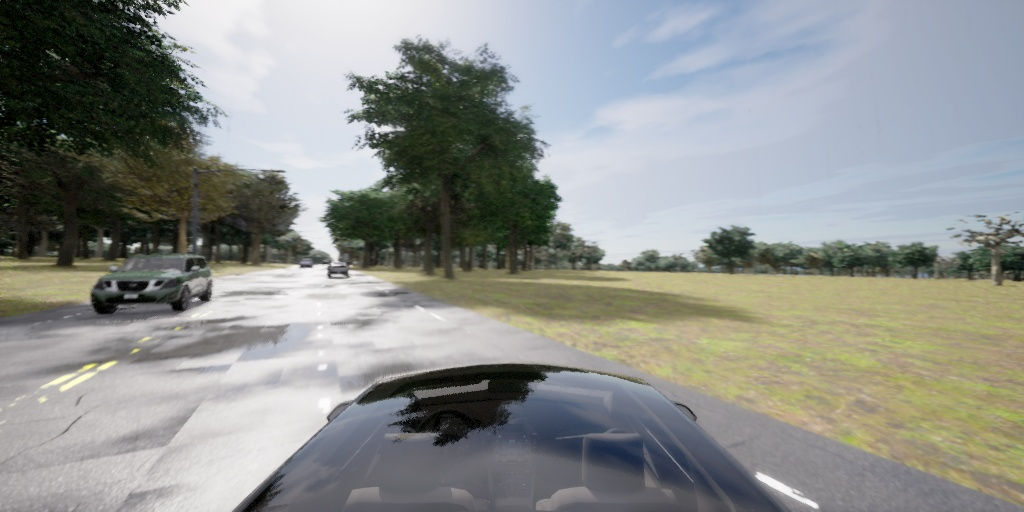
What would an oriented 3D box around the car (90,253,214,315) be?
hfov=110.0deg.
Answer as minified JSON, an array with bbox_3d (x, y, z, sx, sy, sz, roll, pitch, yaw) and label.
[{"bbox_3d":[-13.309,0.925,13.735,2.150,2.045,5.566,1,-1,-28],"label":"car"}]

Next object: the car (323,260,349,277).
[{"bbox_3d":[-17.814,1.355,36.692,2.128,1.511,4.902,1,-1,-28],"label":"car"}]
